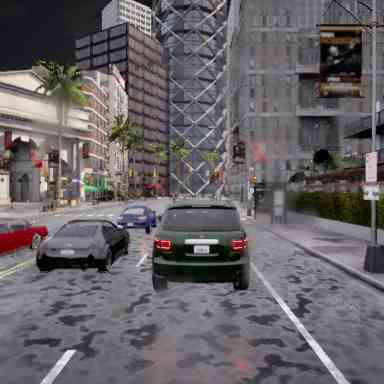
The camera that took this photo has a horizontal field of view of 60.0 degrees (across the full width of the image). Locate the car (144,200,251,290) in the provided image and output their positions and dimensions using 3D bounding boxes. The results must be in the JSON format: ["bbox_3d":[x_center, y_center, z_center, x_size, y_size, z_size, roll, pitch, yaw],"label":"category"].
[{"bbox_3d":[0.200,1.221,9.221,2.150,2.045,5.566,0,0,0],"label":"car"}]

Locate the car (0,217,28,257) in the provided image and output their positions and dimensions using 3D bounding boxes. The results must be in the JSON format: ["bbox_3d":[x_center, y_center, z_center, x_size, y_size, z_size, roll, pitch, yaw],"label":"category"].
[{"bbox_3d":[-6.970,1.601,11.597,1.895,1.301,4.718,0,0,1],"label":"car"}]

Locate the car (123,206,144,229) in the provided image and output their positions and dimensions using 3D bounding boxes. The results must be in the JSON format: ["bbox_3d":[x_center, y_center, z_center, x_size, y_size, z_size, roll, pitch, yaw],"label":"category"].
[{"bbox_3d":[-3.183,1.526,19.681,1.812,1.442,4.674,0,0,1],"label":"car"}]

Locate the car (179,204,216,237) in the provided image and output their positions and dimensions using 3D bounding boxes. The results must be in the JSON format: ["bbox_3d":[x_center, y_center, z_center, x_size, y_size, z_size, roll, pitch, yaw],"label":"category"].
[{"bbox_3d":[0.301,1.505,19.082,1.837,1.490,4.892,0,0,1],"label":"car"}]

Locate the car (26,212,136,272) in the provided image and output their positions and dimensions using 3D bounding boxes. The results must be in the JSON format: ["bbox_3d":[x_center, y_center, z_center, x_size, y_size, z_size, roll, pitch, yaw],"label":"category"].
[{"bbox_3d":[-3.276,1.564,10.786,1.994,1.385,4.181,0,0,0],"label":"car"}]
